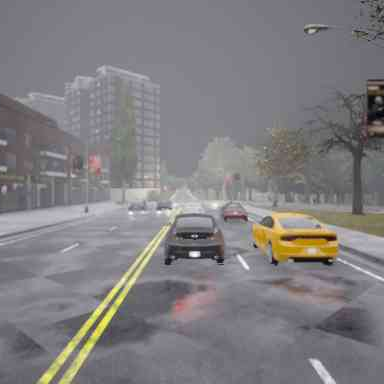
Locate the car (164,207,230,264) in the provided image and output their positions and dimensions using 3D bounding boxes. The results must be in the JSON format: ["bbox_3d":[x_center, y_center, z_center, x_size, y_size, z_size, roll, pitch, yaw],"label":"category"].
[{"bbox_3d":[0.084,1.495,11.734,1.837,1.490,4.892,0,0,0],"label":"car"}]

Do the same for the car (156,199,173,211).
[{"bbox_3d":[-3.353,1.592,41.133,2.033,1.411,5.357,0,0,0],"label":"car"}]

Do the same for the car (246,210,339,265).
[{"bbox_3d":[3.329,1.468,11.682,1.882,1.535,5.008,0,0,0],"label":"car"}]

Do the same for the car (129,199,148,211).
[{"bbox_3d":[-6.600,1.570,41.245,1.812,1.442,4.674,0,0,0],"label":"car"}]

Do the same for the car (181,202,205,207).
[{"bbox_3d":[0.076,1.535,27.810,1.812,1.442,4.674,0,0,0],"label":"car"}]

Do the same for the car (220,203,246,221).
[{"bbox_3d":[3.330,1.572,27.317,1.994,1.385,4.181,0,0,0],"label":"car"}]
